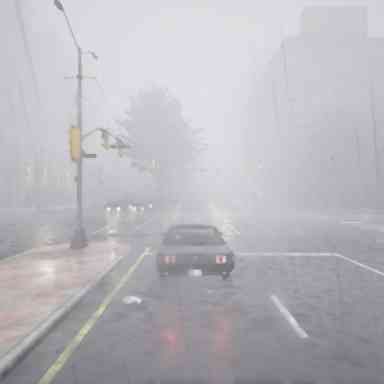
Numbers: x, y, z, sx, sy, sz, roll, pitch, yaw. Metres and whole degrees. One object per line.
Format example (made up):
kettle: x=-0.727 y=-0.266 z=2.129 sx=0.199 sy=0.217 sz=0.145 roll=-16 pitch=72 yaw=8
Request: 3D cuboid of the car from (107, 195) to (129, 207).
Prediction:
car: x=-11.582 y=1.594 z=51.558 sx=1.812 sy=1.442 sz=4.674 roll=0 pitch=0 yaw=0

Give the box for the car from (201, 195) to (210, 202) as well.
car: x=3.510 y=1.706 z=83.427 sx=1.895 sy=1.301 sz=4.718 roll=0 pitch=0 yaw=0

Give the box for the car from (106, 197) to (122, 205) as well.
car: x=-14.742 y=1.679 z=63.265 sx=1.895 sy=1.301 sz=4.718 roll=0 pitch=0 yaw=0

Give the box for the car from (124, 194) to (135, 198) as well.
car: x=-11.530 y=1.302 z=60.971 sx=2.150 sy=2.045 sz=5.566 roll=0 pitch=0 yaw=1

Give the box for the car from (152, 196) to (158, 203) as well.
car: x=-8.022 y=1.646 z=62.193 sx=1.994 sy=1.385 sz=4.181 roll=0 pitch=0 yaw=1

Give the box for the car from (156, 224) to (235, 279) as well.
car: x=-0.009 y=1.614 z=10.041 sx=1.895 sy=1.301 sz=4.718 roll=0 pitch=0 yaw=-2

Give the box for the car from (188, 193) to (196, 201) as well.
car: x=0.011 y=1.348 z=92.491 sx=2.150 sy=2.045 sz=5.566 roll=0 pitch=0 yaw=0

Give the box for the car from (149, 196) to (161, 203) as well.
car: x=-7.992 y=1.636 z=72.814 sx=2.033 sy=1.411 sz=5.357 roll=0 pitch=0 yaw=0

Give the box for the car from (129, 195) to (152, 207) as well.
car: x=-8.082 y=1.618 z=52.957 sx=2.033 sy=1.411 sz=5.357 roll=0 pitch=0 yaw=0

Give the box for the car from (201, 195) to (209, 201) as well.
car: x=3.511 y=1.648 z=92.460 sx=2.128 sy=1.511 sz=4.902 roll=0 pitch=0 yaw=0

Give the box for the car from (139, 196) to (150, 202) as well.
car: x=-11.491 y=1.632 z=81.088 sx=2.128 sy=1.511 sz=4.902 roll=0 pitch=0 yaw=0

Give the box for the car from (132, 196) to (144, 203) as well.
car: x=-11.492 y=1.647 z=70.854 sx=1.994 sy=1.385 sz=4.181 roll=0 pitch=0 yaw=0

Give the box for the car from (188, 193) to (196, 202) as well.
car: x=0.010 y=1.649 z=82.250 sx=2.033 sy=1.411 sz=5.357 roll=0 pitch=0 yaw=0
